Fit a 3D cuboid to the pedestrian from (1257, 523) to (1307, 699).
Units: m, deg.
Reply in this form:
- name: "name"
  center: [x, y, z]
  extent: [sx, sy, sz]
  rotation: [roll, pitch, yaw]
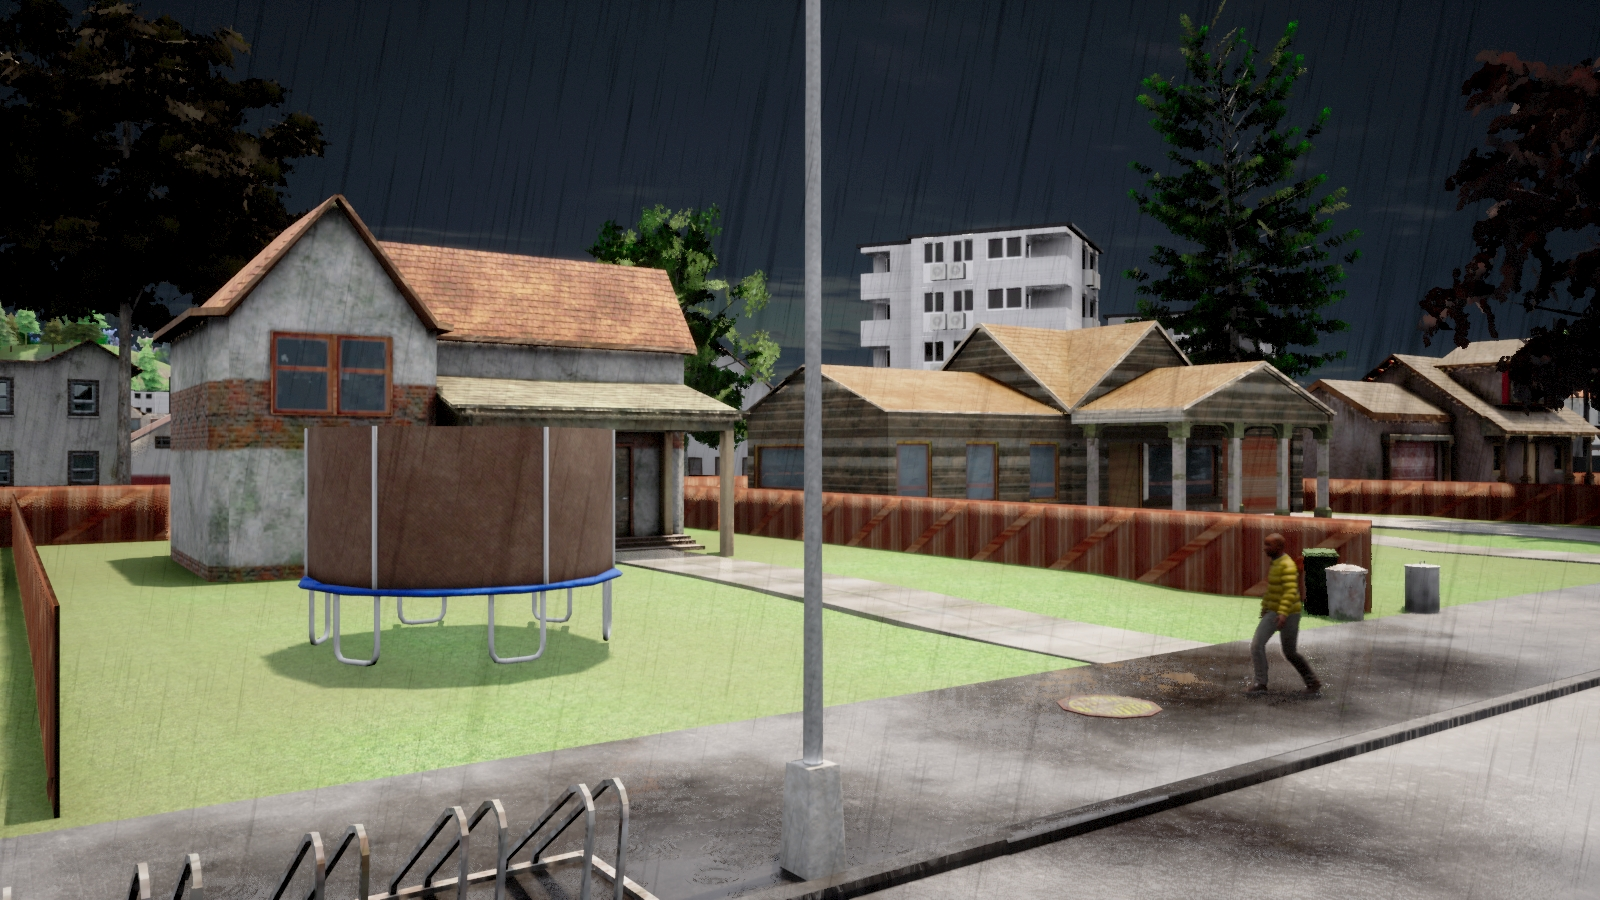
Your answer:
- name: "pedestrian"
  center: [5.268, 1.746, 12.489]
  extent: [0.375, 1.860, 0.375]
  rotation: [0, 0, -2]
